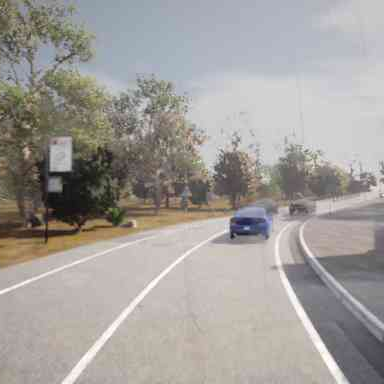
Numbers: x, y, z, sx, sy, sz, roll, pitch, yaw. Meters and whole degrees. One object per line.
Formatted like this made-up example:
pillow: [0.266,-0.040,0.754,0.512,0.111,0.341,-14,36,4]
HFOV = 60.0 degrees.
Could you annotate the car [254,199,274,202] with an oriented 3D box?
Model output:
car: [7.157,1.525,33.915,2.097,1.767,4.553,-3,-1,32]

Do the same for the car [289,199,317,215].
car: [11.420,1.497,34.130,1.837,1.490,4.892,-4,-1,33]

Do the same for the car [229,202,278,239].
car: [3.266,1.527,17.656,1.882,1.535,5.008,-2,-1,17]
